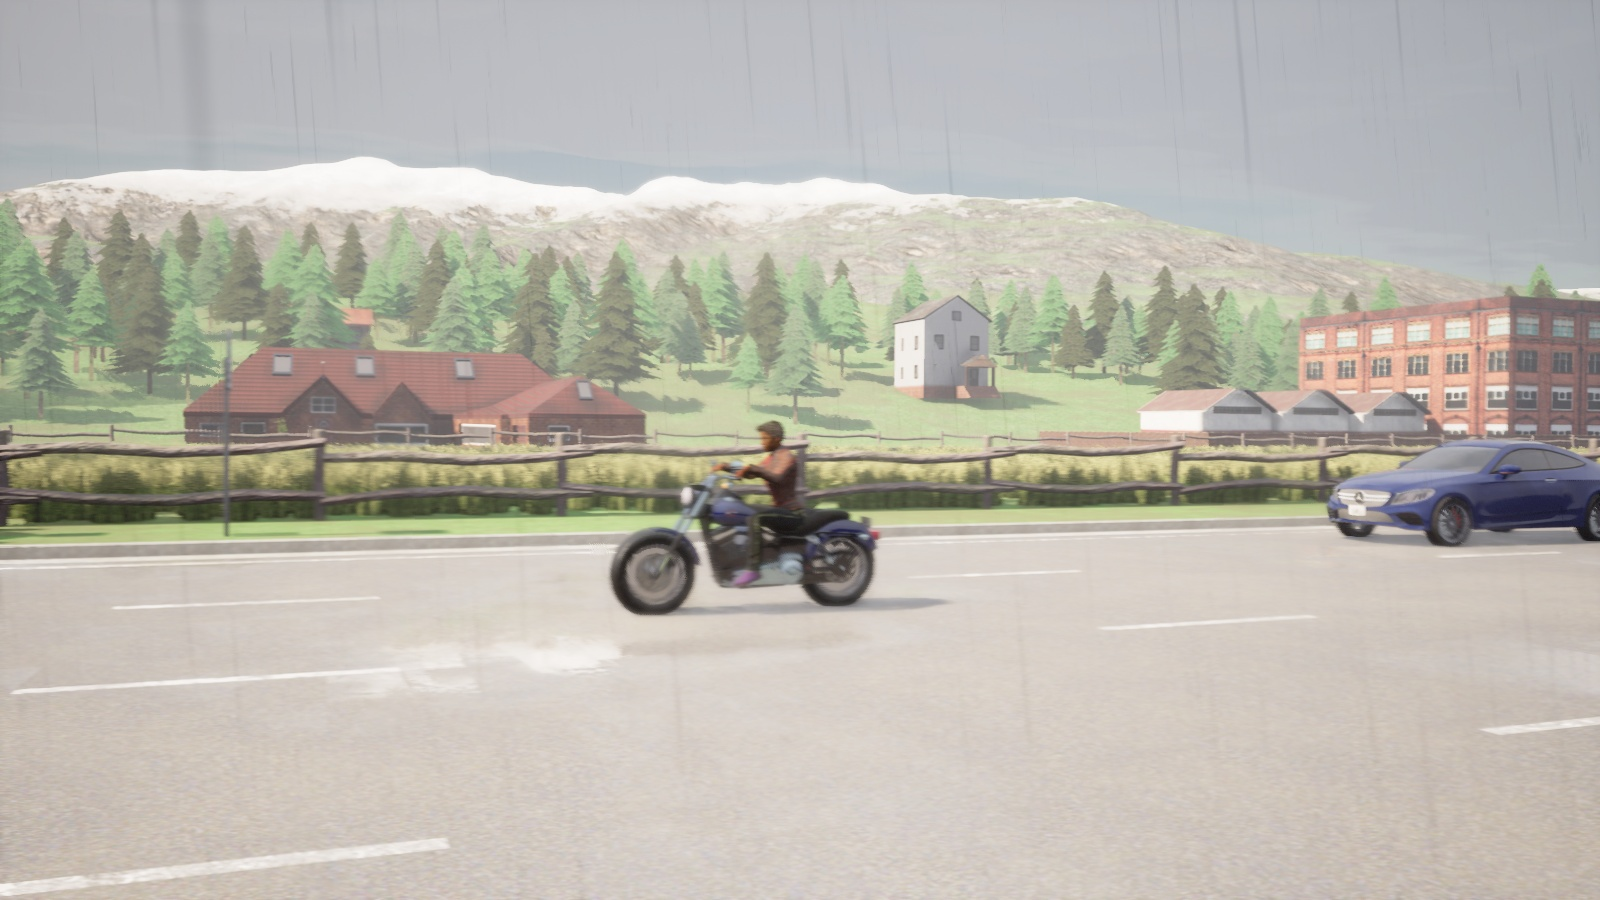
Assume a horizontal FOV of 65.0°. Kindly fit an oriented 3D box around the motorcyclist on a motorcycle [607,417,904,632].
[{"bbox_3d":[-0.364,0.567,10.587,2.350,1.649,0.766,-1,1,-21],"label":"motorcyclist on a motorcycle"}]

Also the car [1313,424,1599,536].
[{"bbox_3d":[9.974,0.366,18.255,4.674,1.442,1.812,-1,1,-21],"label":"car"}]
